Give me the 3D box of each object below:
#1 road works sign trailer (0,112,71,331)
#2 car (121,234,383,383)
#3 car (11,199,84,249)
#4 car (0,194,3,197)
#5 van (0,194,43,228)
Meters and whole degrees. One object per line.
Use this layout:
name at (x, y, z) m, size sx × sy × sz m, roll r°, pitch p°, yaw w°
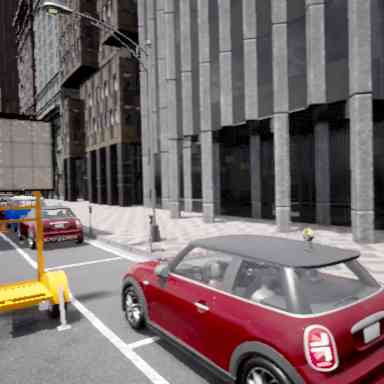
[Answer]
road works sign trailer at (-3.677, 0.413, 5.778) m, size 2.380 × 3.560 × 2.880 m, roll -2°, pitch 2°, yaw -35°
car at (0.536, 1.312, 4.651) m, size 1.967 × 1.590 × 4.097 m, roll -2°, pitch 1°, yaw -35°
car at (-5.998, 1.267, 13.838) m, size 1.967 × 1.590 × 4.097 m, roll -2°, pitch 1°, yaw -35°
car at (-15.802, 1.075, 27.617) m, size 2.192 × 1.841 × 5.009 m, roll -2°, pitch 1°, yaw -35°
van at (-9.267, 1.146, 18.430) m, size 1.690 × 1.788 × 3.998 m, roll -2°, pitch 1°, yaw -35°
